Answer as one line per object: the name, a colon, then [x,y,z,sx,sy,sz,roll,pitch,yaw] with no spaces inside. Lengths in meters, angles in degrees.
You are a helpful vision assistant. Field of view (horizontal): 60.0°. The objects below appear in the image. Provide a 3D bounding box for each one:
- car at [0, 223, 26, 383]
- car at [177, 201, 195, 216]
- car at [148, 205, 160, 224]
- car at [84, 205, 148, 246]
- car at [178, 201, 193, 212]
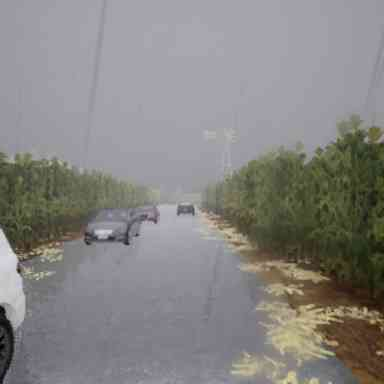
car: [-3.219,1.233,2.145,2.150,2.045,5.566,0,0,-1]
car: [-0.670,1.838,37.567,1.882,1.535,5.008,0,-1,-1]
car: [-3.612,1.717,26.172,1.994,1.385,4.181,0,-1,-1]
car: [-3.484,1.470,15.272,2.128,1.511,4.902,0,0,-1]
car: [-0.904,2.022,47.949,1.994,1.385,4.181,0,0,-1]
